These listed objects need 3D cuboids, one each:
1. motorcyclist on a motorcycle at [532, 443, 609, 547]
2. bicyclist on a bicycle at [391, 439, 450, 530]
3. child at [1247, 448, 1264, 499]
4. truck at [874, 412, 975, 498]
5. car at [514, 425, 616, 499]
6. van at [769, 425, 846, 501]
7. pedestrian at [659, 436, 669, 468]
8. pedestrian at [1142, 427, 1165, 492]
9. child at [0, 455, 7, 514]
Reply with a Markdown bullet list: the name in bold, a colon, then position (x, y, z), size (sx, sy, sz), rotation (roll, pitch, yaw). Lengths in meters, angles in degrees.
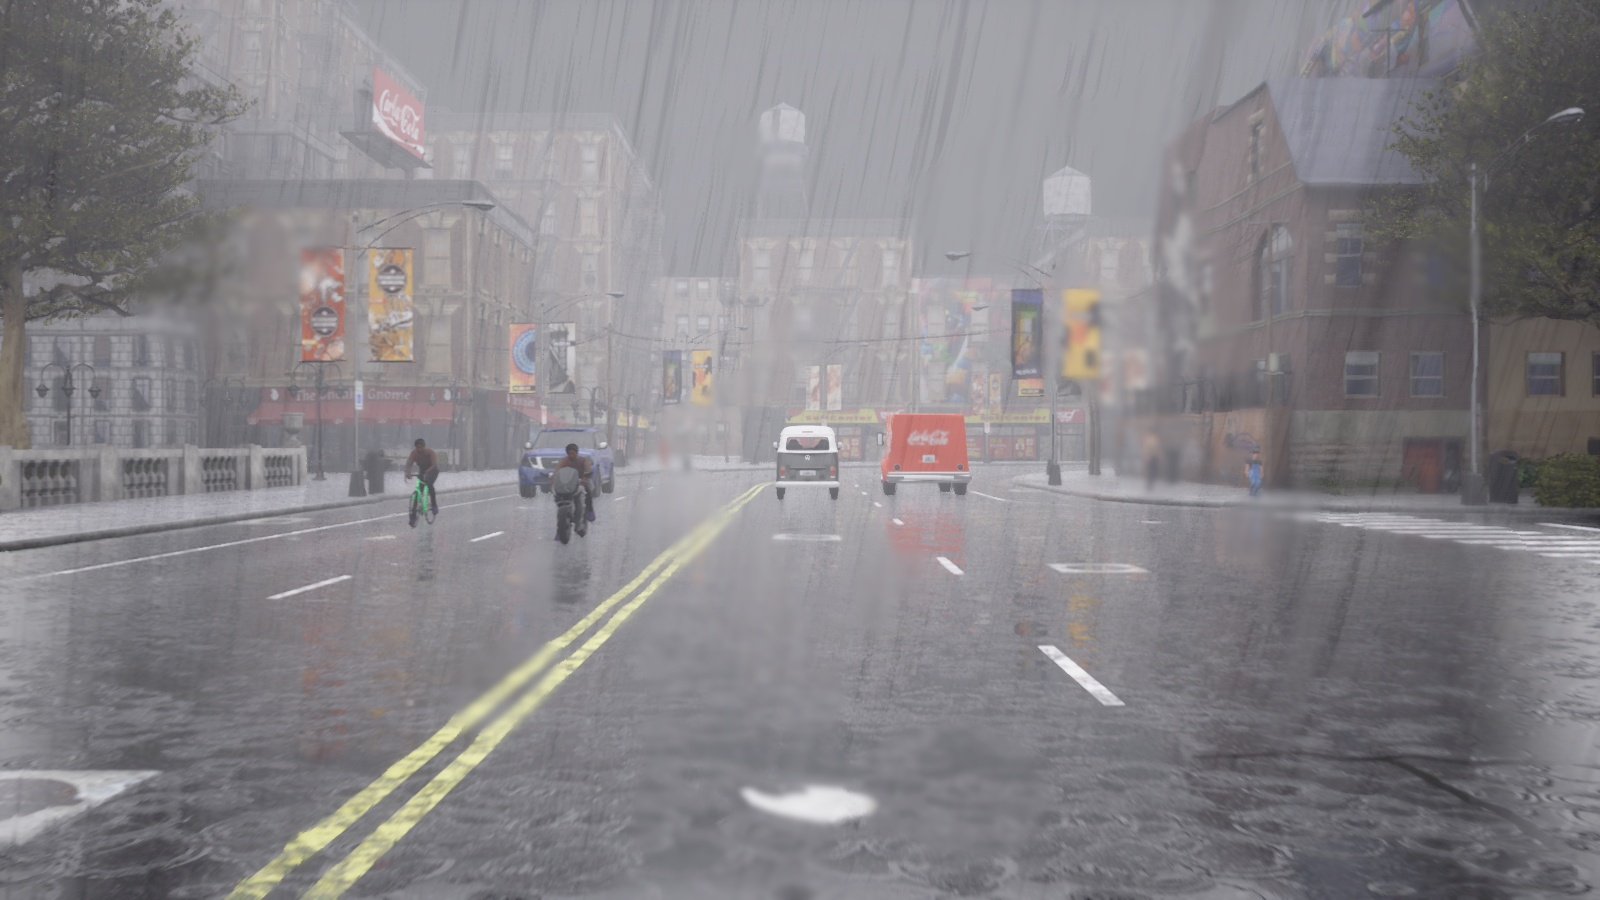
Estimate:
- **motorcyclist on a motorcycle**: position (-3.497, 0.651, 19.326), size (0.797, 1.523, 2.044), rotation (0, 0, 0)
- **bicyclist on a bicycle**: position (-6.975, 0.605, 23.147), size (0.582, 1.620, 1.656), rotation (0, 1, 0)
- **child**: position (11.369, 0.572, 31.358), size (0.270, 1.263, 0.437), rotation (0, 0, 0)
- **truck**: position (3.738, 0.118, 38.865), size (2.627, 2.467, 5.204), rotation (0, 1, 0)
- **car**: position (-6.841, 0.316, 37.184), size (2.150, 2.045, 5.566), rotation (0, 0, -2)
- **van**: position (0.221, 0.334, 36.031), size (2.069, 2.038, 4.480), rotation (0, 1, 0)
- **pedestrian**: position (-7.762, 0.121, 71.561), size (0.345, 1.836, 0.594), rotation (0, 0, 17)
- **pedestrian**: position (10.131, 0.273, 35.991), size (0.345, 1.836, 0.594), rotation (0, 0, -18)
- **child**: position (-15.796, 0.676, 24.525), size (0.299, 1.160, 0.473), rotation (0, 0, 1)
